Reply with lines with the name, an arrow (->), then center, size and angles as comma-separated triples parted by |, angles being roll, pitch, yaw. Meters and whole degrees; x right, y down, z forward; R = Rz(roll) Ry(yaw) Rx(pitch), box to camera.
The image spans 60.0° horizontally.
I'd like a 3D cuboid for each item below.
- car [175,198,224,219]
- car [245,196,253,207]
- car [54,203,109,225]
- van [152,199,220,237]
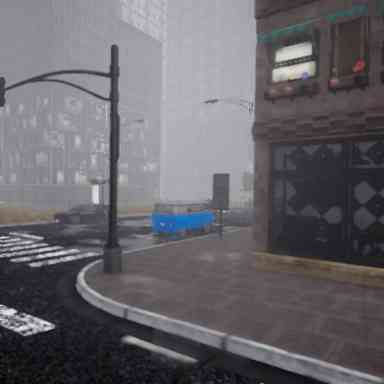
car -> 0.809, 1.370, 29.567 | 1.882, 1.535, 5.008 | 1, 1, 35
car -> 8.775, 1.262, 45.285 | 1.967, 1.590, 4.097 | 1, 1, 35
car -> -7.224, 1.433, 22.720 | 1.947, 1.339, 4.313 | 1, 1, 35
van -> -0.384, 1.350, 17.870 | 1.690, 1.788, 3.998 | 1, 1, 35
